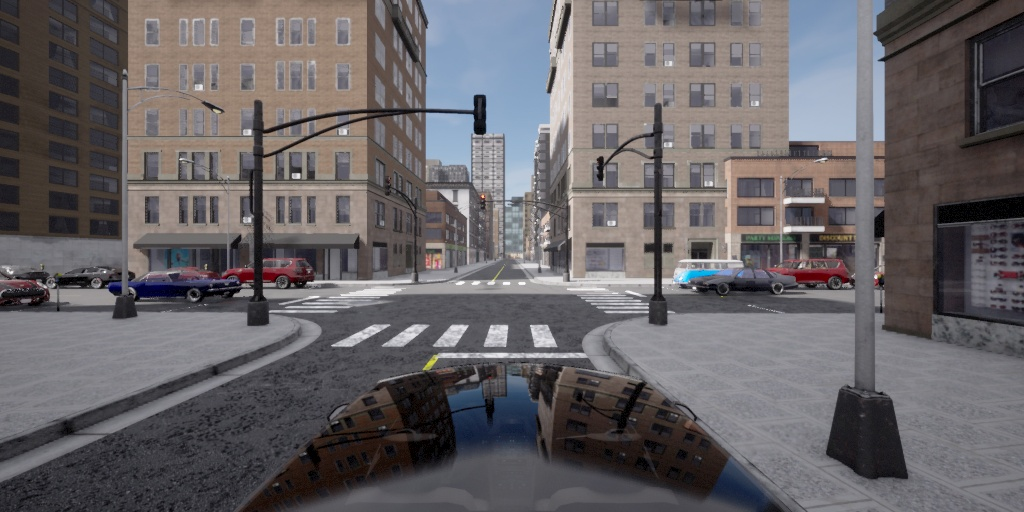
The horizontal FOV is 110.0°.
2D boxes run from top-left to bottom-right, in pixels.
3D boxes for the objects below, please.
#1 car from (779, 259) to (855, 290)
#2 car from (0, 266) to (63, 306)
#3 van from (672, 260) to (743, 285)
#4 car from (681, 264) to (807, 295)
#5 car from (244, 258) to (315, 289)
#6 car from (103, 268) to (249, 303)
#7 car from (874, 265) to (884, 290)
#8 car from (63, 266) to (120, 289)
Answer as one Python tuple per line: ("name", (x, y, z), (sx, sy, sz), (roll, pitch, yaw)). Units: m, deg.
("car", (17.631, 1.087, 21.952), (5.009, 1.841, 2.192), (0, 0, 0))
("car", (-20.459, 1.179, 13.639), (4.097, 1.591, 1.967), (0, 0, 0))
("van", (12.034, 1.108, 21.983), (3.998, 1.789, 1.690), (0, 0, 0))
("car", (12.342, 1.315, 19.280), (5.357, 1.411, 2.033), (0, 0, -5))
("car", (-14.913, 1.058, 22.134), (5.009, 1.841, 2.192), (0, 0, 0))
("car", (-15.003, 1.345, 16.192), (4.718, 1.301, 1.895), (0, 0, 3))
("car", (23.226, 1.216, 21.920), (4.097, 1.591, 1.967), (0, 0, 0))
("car", (-25.960, 1.299, 22.196), (4.313, 1.339, 1.948), (0, 0, 0))
